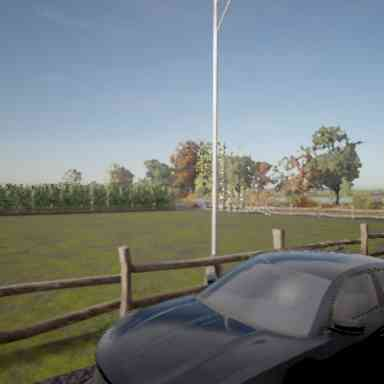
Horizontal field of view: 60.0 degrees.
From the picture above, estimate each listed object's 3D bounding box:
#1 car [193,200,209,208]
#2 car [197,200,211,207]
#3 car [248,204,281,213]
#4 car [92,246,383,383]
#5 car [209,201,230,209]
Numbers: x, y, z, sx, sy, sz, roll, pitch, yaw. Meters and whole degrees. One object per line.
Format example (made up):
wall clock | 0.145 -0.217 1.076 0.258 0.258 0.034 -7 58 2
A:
car | 1.565 2.485 64.417 1.812 1.442 4.674 0 -1 -16
car | 2.552 2.523 72.053 1.812 1.442 4.674 0 -1 -16
car | 10.086 2.284 46.265 1.895 1.301 4.718 0 -1 -33
car | 1.350 1.501 4.033 5.008 1.535 1.882 0 0 -35
car | 5.487 2.391 61.866 2.128 1.511 4.902 0 -1 -17
